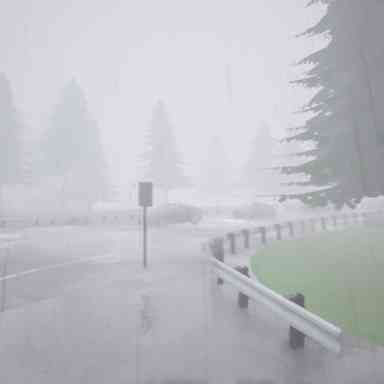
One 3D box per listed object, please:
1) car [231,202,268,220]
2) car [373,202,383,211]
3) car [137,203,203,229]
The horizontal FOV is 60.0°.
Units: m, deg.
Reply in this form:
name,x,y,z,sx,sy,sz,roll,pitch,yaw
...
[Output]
name,x,y,z,sx,sy,sz,roll,pitch,yaw
car,5.284,1.566,28.238,4.181,1.385,1.994,0,0,-40
car,22.303,1.472,39.755,4.902,1.511,2.128,0,0,-27
car,-1.354,1.501,21.912,2.128,1.511,4.902,0,0,44
